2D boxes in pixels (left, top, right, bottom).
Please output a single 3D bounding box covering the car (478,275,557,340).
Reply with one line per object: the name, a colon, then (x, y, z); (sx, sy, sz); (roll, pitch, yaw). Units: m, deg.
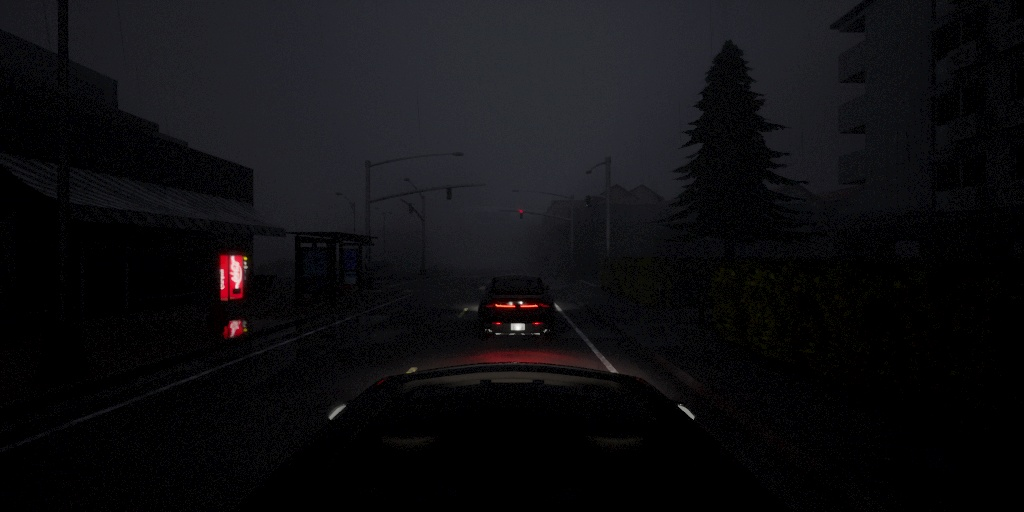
car: (0.118, 1.255, 10.022); (1.837, 1.490, 4.892); (0, 0, 0)
